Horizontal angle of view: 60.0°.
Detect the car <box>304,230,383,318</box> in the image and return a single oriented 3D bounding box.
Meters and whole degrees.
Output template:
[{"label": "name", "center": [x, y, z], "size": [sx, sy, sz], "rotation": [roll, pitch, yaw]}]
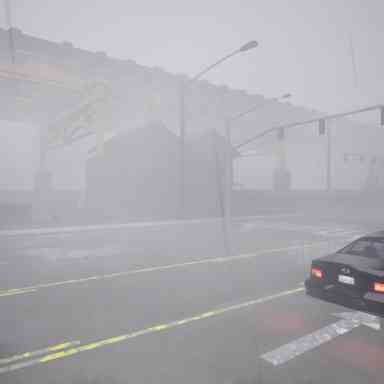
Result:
[{"label": "car", "center": [4.692, 1.547, 7.133], "size": [5.357, 1.411, 2.033], "rotation": [0, 0, -35]}]
